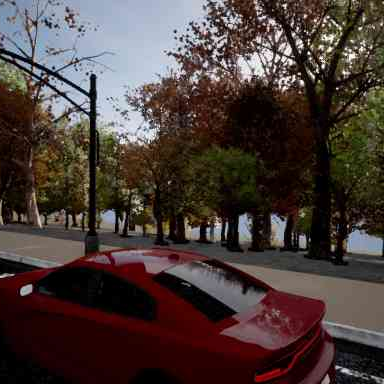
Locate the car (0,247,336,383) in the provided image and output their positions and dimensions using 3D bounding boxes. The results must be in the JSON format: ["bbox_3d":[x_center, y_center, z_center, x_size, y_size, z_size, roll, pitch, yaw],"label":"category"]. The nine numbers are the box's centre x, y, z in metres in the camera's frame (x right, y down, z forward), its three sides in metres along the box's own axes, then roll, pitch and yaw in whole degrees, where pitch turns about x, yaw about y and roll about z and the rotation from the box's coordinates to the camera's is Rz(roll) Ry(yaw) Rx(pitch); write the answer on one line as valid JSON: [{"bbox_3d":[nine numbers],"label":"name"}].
[{"bbox_3d":[-0.876,1.477,4.302,5.008,1.535,1.882,0,0,35],"label":"car"}]
